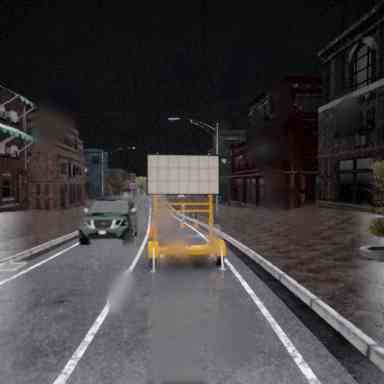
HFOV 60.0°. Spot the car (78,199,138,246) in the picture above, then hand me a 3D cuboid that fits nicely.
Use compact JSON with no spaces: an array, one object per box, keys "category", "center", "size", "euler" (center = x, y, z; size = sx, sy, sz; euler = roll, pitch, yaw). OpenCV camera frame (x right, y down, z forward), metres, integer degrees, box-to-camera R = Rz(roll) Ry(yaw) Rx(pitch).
[{"category":"car","center":[-3.860,1.338,16.222],"size":[2.150,2.045,5.566],"euler":[0,-1,-5]}]

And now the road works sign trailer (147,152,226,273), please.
[{"category":"road works sign trailer","center":[-0.299,0.497,10.941],"size":[2.380,3.560,2.880],"euler":[0,-1,-9]}]
